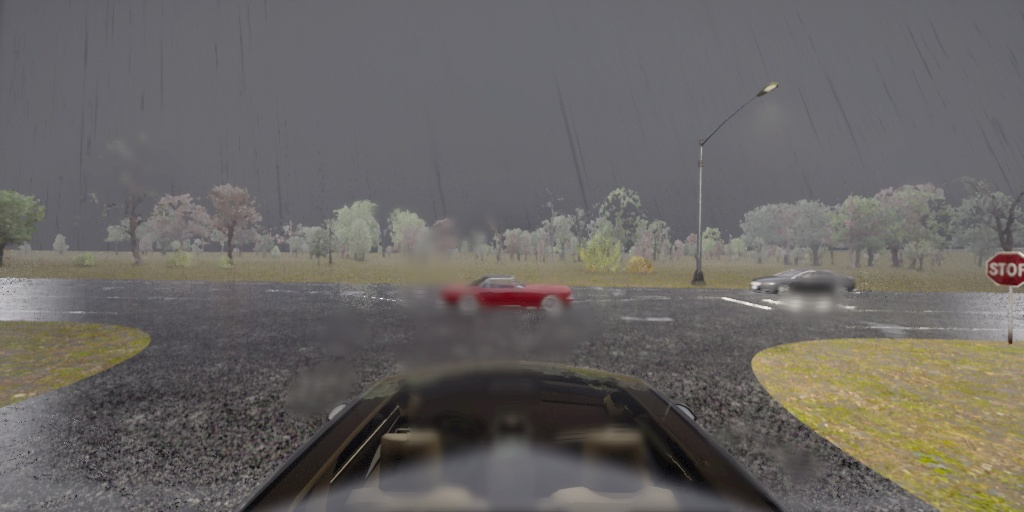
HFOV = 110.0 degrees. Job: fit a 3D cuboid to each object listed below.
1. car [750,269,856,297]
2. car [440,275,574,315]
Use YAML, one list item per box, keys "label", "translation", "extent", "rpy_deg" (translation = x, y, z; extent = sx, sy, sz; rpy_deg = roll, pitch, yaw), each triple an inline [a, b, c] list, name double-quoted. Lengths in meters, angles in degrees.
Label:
- label: "car"
  translation: [15.808, 1.450, 19.635]
  extent: [4.902, 1.511, 2.128]
  rpy_deg: [0, 1, 2]
- label: "car"
  translation: [-0.115, 1.354, 13.238]
  extent: [4.718, 1.301, 1.895]
  rpy_deg: [0, 0, 2]
